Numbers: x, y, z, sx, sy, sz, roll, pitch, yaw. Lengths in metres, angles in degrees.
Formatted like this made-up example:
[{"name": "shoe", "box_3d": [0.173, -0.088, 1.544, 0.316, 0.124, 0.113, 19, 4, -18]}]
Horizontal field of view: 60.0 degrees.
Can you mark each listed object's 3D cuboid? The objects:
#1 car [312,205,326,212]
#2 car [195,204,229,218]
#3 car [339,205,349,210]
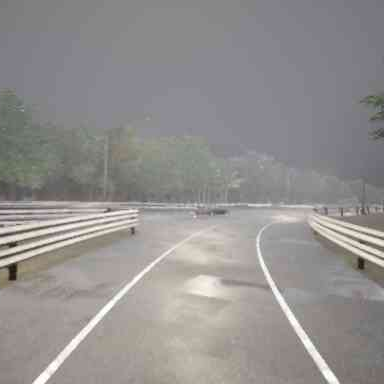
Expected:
[{"name": "car", "box_3d": [26.381, 3.345, 68.799, 1.882, 1.535, 5.008, 0, -2, 37]}, {"name": "car", "box_3d": [2.348, 2.083, 37.306, 2.128, 1.511, 4.902, 0, -2, 37]}, {"name": "car", "box_3d": [38.521, 4.054, 84.709, 2.033, 1.411, 5.357, 0, -2, 37]}]
